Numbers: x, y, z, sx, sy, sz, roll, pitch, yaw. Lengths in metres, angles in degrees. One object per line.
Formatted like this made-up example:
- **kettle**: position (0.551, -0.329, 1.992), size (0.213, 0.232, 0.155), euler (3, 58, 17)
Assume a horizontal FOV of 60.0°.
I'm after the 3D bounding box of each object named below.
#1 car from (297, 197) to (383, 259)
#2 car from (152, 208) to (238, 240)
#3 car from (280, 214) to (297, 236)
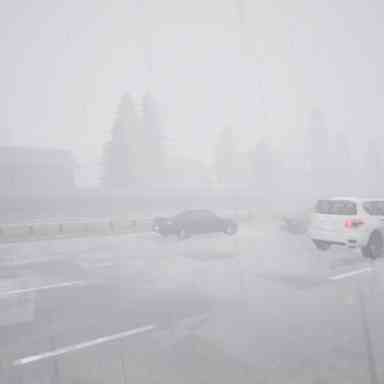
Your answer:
- **car**: position (6.814, 1.216, 12.908), size (5.566, 2.045, 2.150), euler (0, 0, -35)
- **car**: position (0.222, 1.523, 16.806), size (4.674, 1.442, 1.812), euler (0, 0, -36)
- **car**: position (6.884, 1.543, 17.253), size (5.357, 1.411, 2.033), euler (0, 0, -36)
